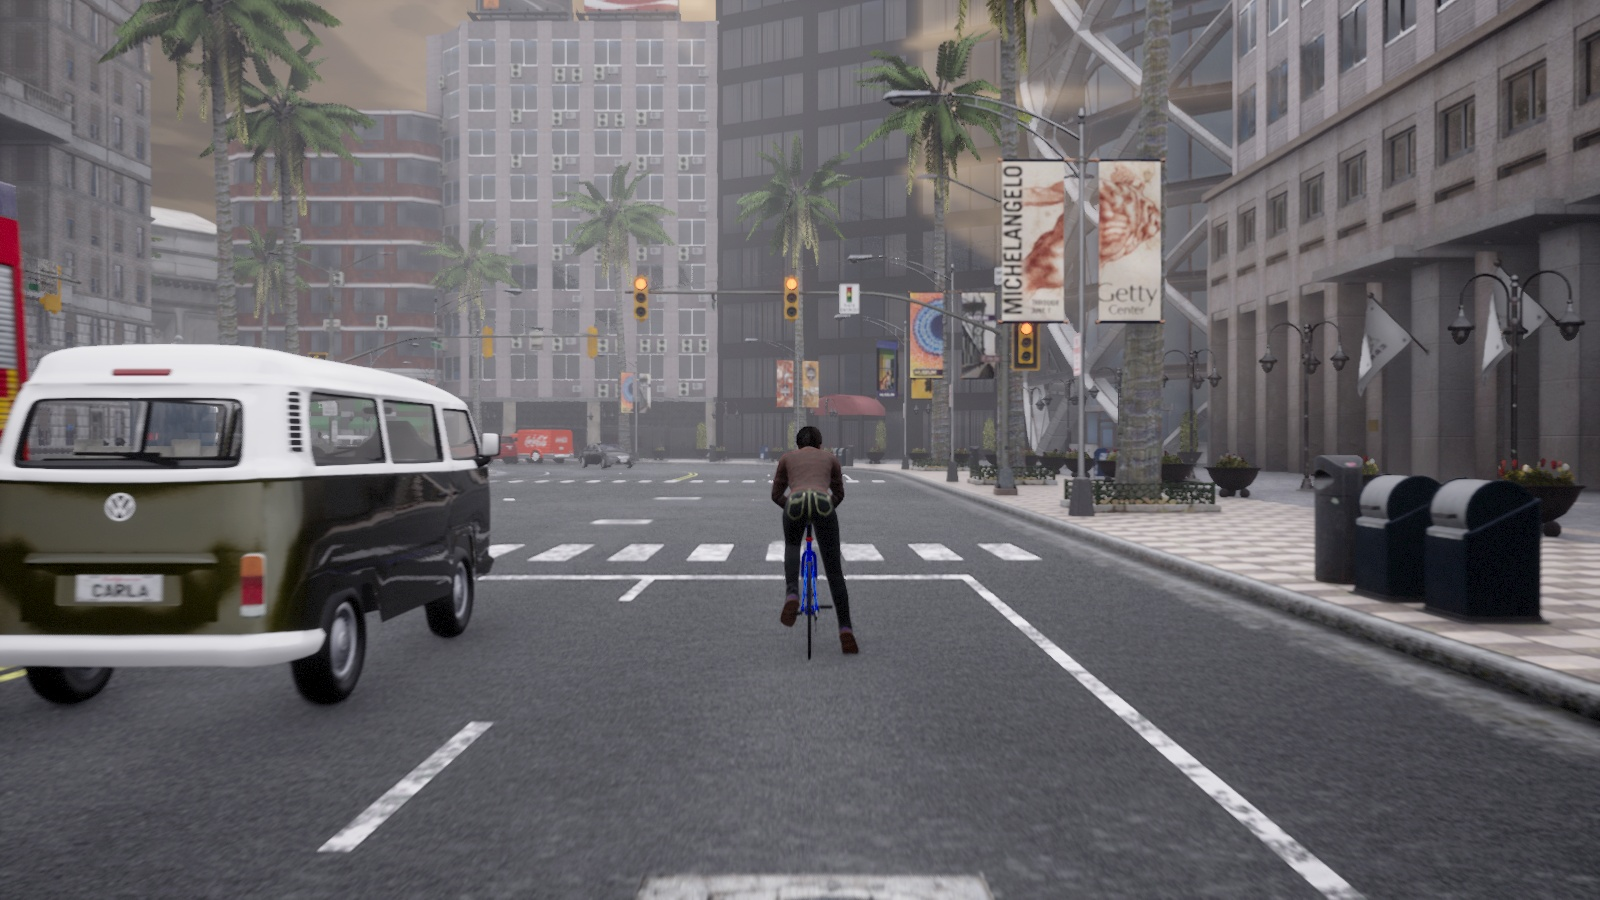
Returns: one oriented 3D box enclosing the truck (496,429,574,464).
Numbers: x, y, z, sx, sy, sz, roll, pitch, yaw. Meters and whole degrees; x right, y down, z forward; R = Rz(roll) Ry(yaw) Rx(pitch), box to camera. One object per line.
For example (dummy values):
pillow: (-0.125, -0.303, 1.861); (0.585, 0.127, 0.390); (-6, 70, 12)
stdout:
truck: (-19.201, -0.269, 91.043); (5.204, 2.467, 2.627); (0, 0, 34)

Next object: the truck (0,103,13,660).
truck: (-6.918, -0.449, 4.529); (2.891, 3.827, 8.468); (0, 0, 0)

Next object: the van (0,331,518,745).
van: (-3.432, 0.420, 8.416); (2.069, 2.038, 4.480); (0, 0, 0)

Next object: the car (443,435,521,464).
car: (-22.549, -0.054, 89.010); (5.566, 2.045, 2.150); (0, 0, 32)

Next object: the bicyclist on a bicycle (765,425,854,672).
bicyclist on a bicycle: (0.066, 0.648, 9.075); (0.582, 1.620, 1.656); (0, 0, 0)

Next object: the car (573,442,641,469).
car: (-11.297, 0.280, 73.301); (2.128, 1.511, 4.902); (0, 0, -33)
